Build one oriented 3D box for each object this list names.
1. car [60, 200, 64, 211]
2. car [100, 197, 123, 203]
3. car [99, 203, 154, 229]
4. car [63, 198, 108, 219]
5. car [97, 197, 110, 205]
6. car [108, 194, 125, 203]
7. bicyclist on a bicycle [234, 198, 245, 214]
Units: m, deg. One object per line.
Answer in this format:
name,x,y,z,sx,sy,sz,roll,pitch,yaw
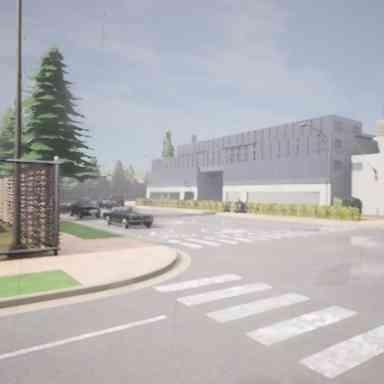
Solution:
car,-15.666,1.617,38.808,1.812,1.442,4.674,1,0,-34
car,-11.515,1.746,45.308,1.895,1.301,4.718,1,0,-35
car,-4.406,1.690,22.683,1.895,1.301,4.718,1,0,-35
car,-9.817,1.581,30.394,2.128,1.511,4.902,1,0,-35
car,-16.710,1.683,62.926,2.128,1.511,4.902,0,0,-12
car,-12.411,1.396,53.136,2.150,2.045,5.566,1,0,-30
bicyclist on a bicycle,5.093,1.504,35.222,1.656,1.620,0.582,0,0,-35
